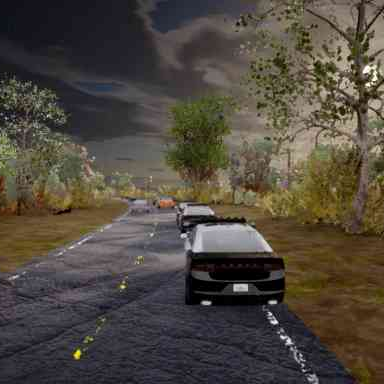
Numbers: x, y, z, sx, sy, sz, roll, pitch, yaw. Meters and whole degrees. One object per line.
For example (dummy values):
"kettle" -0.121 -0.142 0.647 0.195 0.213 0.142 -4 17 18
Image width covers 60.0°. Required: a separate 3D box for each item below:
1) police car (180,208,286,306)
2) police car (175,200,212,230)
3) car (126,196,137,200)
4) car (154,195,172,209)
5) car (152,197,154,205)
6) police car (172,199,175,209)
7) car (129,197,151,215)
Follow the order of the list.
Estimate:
"police car" 0.745 1.425 8.244 1.930 1.638 5.238 0 0 -2
"police car" 0.241 1.424 18.310 1.930 1.638 5.238 0 0 -4
"car" -13.347 1.594 76.059 1.895 1.301 4.718 0 0 -15
"car" -3.686 1.348 45.655 2.097 1.767 4.553 0 0 -9
"car" -5.860 1.346 57.952 2.097 1.767 4.553 0 0 -12
"police car" -0.221 1.423 24.340 1.930 1.638 5.238 0 0 -5
"car" -5.238 1.523 34.090 1.812 1.442 4.674 0 0 -7
